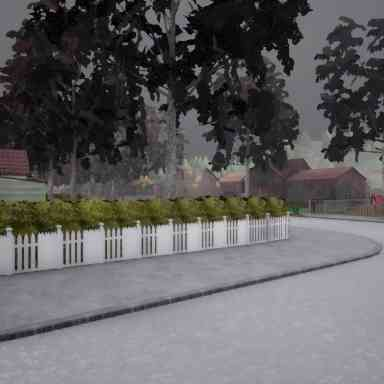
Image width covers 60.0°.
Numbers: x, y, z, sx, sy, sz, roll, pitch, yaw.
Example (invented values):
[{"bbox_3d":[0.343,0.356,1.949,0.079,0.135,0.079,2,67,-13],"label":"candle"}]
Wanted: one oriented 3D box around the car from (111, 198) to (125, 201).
[{"bbox_3d":[-10.474,1.564,47.860,1.994,1.385,4.181,0,0,-34],"label":"car"}]
